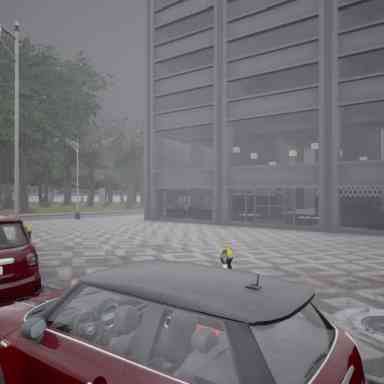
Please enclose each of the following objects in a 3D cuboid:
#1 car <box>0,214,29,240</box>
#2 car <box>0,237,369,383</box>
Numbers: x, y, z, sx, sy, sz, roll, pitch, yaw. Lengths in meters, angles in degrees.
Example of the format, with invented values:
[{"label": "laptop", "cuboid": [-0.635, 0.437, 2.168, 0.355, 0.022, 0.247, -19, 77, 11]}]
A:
[{"label": "car", "cuboid": [-4.984, 1.315, 6.501, 5.009, 1.841, 2.192, 0, 0, 35]}, {"label": "car", "cuboid": [-0.551, 1.440, 3.351, 4.097, 1.590, 1.967, 0, 0, 35]}]
